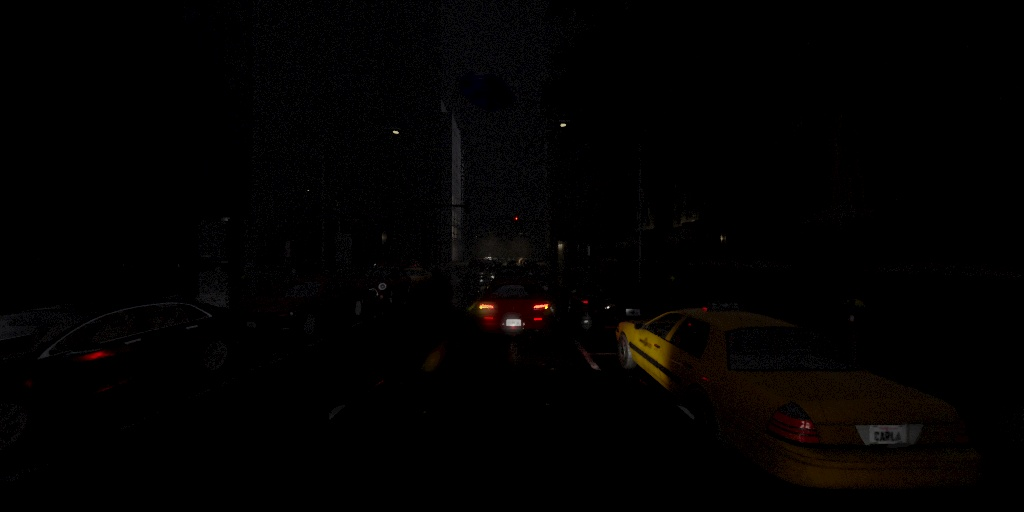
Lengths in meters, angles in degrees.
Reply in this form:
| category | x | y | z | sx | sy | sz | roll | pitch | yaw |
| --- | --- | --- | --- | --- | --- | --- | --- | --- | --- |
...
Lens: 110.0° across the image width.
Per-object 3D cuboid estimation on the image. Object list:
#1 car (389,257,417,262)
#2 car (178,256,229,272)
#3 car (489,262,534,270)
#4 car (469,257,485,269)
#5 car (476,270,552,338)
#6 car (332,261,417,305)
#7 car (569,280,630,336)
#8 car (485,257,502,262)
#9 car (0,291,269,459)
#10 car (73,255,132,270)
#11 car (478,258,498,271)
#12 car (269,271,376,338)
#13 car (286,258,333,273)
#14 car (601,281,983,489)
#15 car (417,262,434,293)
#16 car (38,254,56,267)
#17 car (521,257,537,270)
| category | x | y | z | sx | sy | sz | roll | pitch | yaw |
| --- | --- | --- | --- | --- | --- | --- | --- | --- | --- |
| car | -11.512 | 0.908 | 35.792 | 4.553 | 1.767 | 2.097 | 1 | 0 | 0 |
| car | -27.357 | 0.752 | 32.542 | 4.892 | 1.490 | 1.837 | 1 | 0 | 0 |
| car | -0.001 | 1.256 | 18.925 | 1.837 | 1.490 | 4.892 | 0 | 0 | 0 |
| car | -5.829 | 1.079 | 58.535 | 2.192 | 1.841 | 5.009 | 0 | 0 | 0 |
| car | 0.060 | 1.276 | 10.059 | 1.812 | 1.442 | 4.674 | 0 | 0 | 0 |
| car | -5.778 | 1.191 | 15.670 | 1.967 | 1.591 | 4.097 | 0 | 0 | 0 |
| car | 2.754 | 1.316 | 10.225 | 1.948 | 1.339 | 4.313 | 0 | 0 | 0 |
| car | -3.151 | 1.328 | 57.913 | 1.994 | 1.385 | 4.181 | 0 | 0 | 0 |
| car | -5.765 | 1.300 | 4.756 | 2.007 | 1.370 | 4.403 | 0 | 0 | 0 |
| car | -37.280 | 0.622 | 32.517 | 4.181 | 1.385 | 1.994 | 1 | 0 | -1 |
| car | -3.152 | 1.286 | 47.945 | 1.812 | 1.442 | 4.674 | 0 | 0 | 0 |
| car | -5.771 | 1.295 | 10.213 | 1.888 | 1.381 | 4.507 | 0 | 0 | 0 |
| car | -17.857 | 0.937 | 32.571 | 4.892 | 1.490 | 1.837 | 1 | 0 | 0 |
| car | 2.760 | 1.275 | 4.939 | 1.751 | 1.417 | 4.829 | 0 | 0 | 0 |
| car | -5.784 | 1.277 | 20.957 | 1.751 | 1.417 | 4.829 | 0 | 0 | 0 |
| car | -48.228 | 0.418 | 35.630 | 4.181 | 1.385 | 1.994 | 1 | 0 | 0 |
| car | 2.703 | 1.202 | 53.107 | 1.967 | 1.591 | 4.097 | 0 | 0 | 0 |
